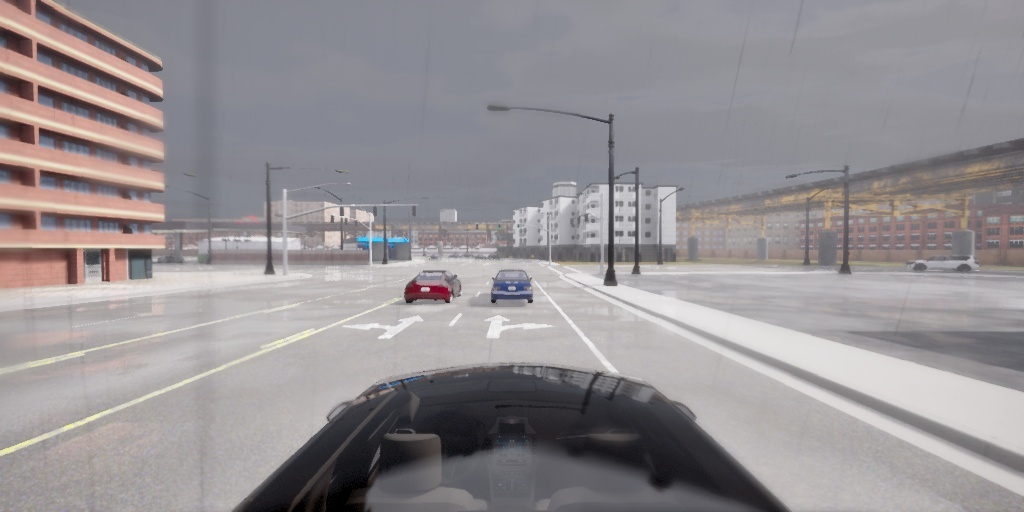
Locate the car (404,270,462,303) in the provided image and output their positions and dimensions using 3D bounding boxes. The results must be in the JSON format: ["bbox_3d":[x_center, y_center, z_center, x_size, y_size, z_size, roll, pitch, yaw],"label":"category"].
[{"bbox_3d":[-3.500,1.314,16.503,1.994,1.385,4.181,0,0,0],"label":"car"}]

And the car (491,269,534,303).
[{"bbox_3d":[0.000,1.305,16.502,2.033,1.411,5.357,0,0,0],"label":"car"}]
